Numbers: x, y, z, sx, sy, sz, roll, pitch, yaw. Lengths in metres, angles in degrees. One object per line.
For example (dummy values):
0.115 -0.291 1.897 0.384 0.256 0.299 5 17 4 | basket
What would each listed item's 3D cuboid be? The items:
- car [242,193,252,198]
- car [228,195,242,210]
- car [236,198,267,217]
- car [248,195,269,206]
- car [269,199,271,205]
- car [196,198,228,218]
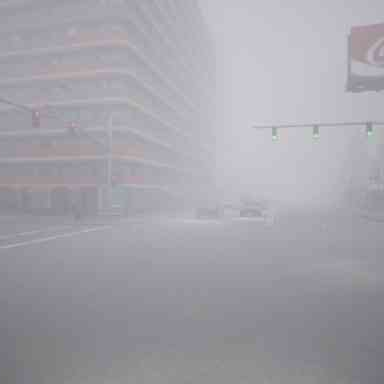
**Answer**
10.390 1.210 62.909 2.150 2.045 5.566 0 0 15 | car
4.840 1.468 42.101 1.882 1.535 5.008 0 0 15 | car
5.754 1.540 31.823 2.033 1.411 5.357 0 0 15 | car
8.370 1.517 41.770 1.812 1.442 4.674 0 0 15 | car
11.995 1.492 55.452 1.837 1.490 4.892 0 0 15 | car
1.694 1.471 30.151 1.882 1.535 5.008 0 0 15 | car
